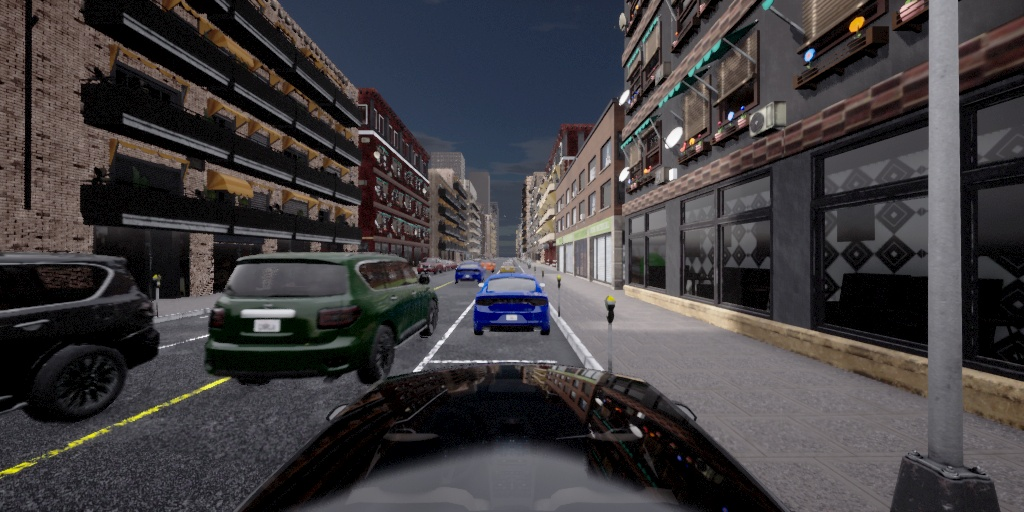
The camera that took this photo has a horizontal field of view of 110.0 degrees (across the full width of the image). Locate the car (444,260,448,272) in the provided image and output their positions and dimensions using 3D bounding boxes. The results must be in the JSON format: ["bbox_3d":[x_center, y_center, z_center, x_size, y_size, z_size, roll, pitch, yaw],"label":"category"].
[{"bbox_3d":[-8.837,1.064,39.007,2.192,1.841,5.009,0,0,0],"label":"car"}]

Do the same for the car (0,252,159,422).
[{"bbox_3d":[-6.246,0.971,2.873,2.150,2.045,5.566,0,0,0],"label":"car"}]

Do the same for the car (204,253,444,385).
[{"bbox_3d":[-3.043,0.971,7.167,2.150,2.045,5.566,0,0,0],"label":"car"}]

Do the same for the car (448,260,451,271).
[{"bbox_3d":[-8.837,1.188,44.643,1.967,1.591,4.097,0,0,0],"label":"car"}]

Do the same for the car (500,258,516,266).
[{"bbox_3d":[-0.456,1.275,39.173,1.751,1.417,4.829,0,0,0],"label":"car"}]

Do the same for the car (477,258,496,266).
[{"bbox_3d":[-3.145,1.101,44.352,2.097,1.767,4.553,0,0,0],"label":"car"}]

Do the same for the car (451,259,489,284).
[{"bbox_3d":[-3.044,1.228,26.919,1.882,1.535,5.008,0,0,0],"label":"car"}]

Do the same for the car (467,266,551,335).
[{"bbox_3d":[-0.005,1.228,10.499,1.882,1.535,5.008,0,0,0],"label":"car"}]

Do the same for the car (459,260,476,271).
[{"bbox_3d":[-6.148,1.265,50.206,1.837,1.490,4.892,0,0,0],"label":"car"}]
